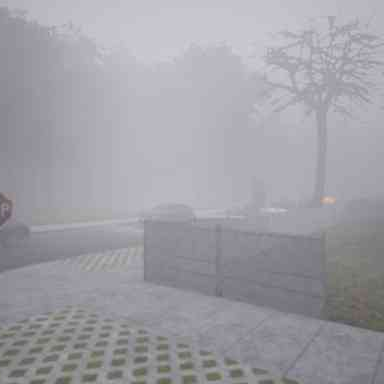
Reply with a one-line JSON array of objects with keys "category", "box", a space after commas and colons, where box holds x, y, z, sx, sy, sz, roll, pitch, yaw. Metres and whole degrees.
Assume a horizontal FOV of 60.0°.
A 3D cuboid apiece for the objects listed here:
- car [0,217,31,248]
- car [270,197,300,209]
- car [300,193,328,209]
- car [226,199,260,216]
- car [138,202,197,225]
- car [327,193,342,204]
[{"category": "car", "box": [-8.670, 1.508, 12.840, 1.812, 1.442, 4.674, 2, 1, 33]}, {"category": "car", "box": [11.137, 1.277, 40.500, 1.994, 1.385, 4.181, 2, 2, 36]}, {"category": "car", "box": [14.270, 1.259, 39.966, 2.128, 1.511, 4.902, 2, 2, 36]}, {"category": "car", "box": [5.022, 1.400, 32.034, 1.812, 1.442, 4.674, 2, 2, 36]}, {"category": "car", "box": [-1.580, 1.493, 22.840, 1.837, 1.490, 4.892, 2, 1, 36]}, {"category": "car", "box": [20.286, 0.954, 48.416, 2.097, 1.767, 4.553, 2, 2, 36]}]
